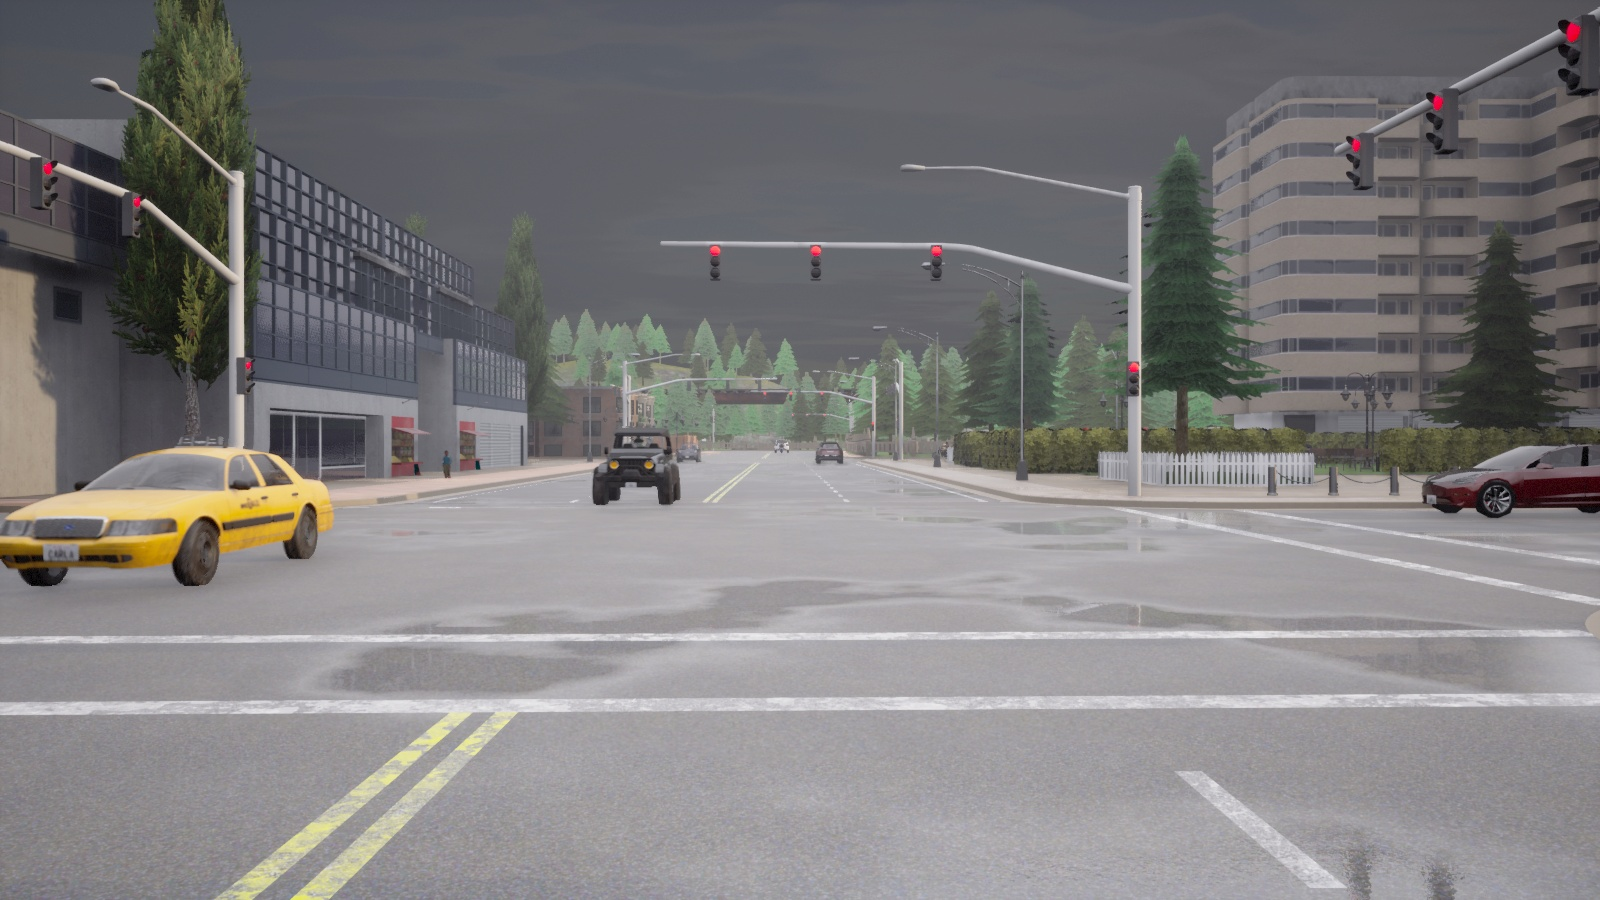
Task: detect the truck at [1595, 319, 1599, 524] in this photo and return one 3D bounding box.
[{"bbox_3d":[19.204,-0.528,22.210,8.468,3.827,2.891,0,0,-1],"label":"truck"}]

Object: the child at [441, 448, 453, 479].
[{"bbox_3d":[-13.343,0.506,47.452,0.343,1.192,0.448,0,0,-3],"label":"child"}]

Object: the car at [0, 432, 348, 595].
[{"bbox_3d":[-7.147,0.595,14.834,1.801,1.575,5.366,0,0,-1],"label":"car"}]

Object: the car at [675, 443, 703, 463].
[{"bbox_3d":[-8.449,0.214,95.533,1.845,1.501,3.633,0,0,-1],"label":"car"}]

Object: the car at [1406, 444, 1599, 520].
[{"bbox_3d":[15.302,0.614,25.652,4.792,1.488,2.163,0,0,-1],"label":"car"}]

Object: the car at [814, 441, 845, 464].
[{"bbox_3d":[2.115,0.165,90.991,2.033,1.649,4.856,0,0,-1],"label":"car"}]

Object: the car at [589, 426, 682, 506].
[{"bbox_3d":[-4.024,0.363,31.278,1.905,1.878,3.866,0,0,-1],"label":"car"}]
